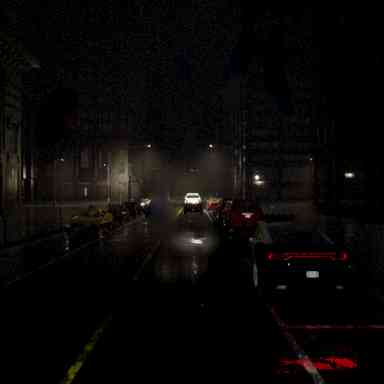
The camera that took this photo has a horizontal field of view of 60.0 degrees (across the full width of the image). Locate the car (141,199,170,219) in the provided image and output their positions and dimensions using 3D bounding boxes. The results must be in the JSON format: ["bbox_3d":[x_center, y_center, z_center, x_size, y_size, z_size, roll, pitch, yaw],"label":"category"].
[{"bbox_3d":[-3.024,1.480,29.725,1.882,1.535,5.008,0,0,0],"label":"car"}]

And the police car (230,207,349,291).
[{"bbox_3d":[2.389,1.423,9.155,1.930,1.638,5.238,0,0,0],"label":"police car"}]

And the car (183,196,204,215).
[{"bbox_3d":[0.142,1.497,34.245,2.128,1.511,4.902,0,0,1],"label":"car"}]

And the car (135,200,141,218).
[{"bbox_3d":[-5.693,1.569,30.353,1.947,1.339,4.313,0,0,0],"label":"car"}]

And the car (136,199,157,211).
[{"bbox_3d":[-5.666,1.560,41.626,2.008,1.369,4.403,0,0,0],"label":"car"}]

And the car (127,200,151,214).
[{"bbox_3d":[-5.680,1.572,35.990,1.947,1.339,4.313,0,0,0],"label":"car"}]

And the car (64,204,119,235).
[{"bbox_3d":[-5.721,1.524,18.910,1.752,1.417,4.829,0,0,0],"label":"car"}]

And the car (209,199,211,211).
[{"bbox_3d":[2.832,1.569,30.335,1.947,1.339,4.313,0,0,0],"label":"car"}]

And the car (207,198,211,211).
[{"bbox_3d":[2.858,1.450,41.608,1.967,1.590,4.097,0,0,0],"label":"car"}]

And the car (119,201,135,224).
[{"bbox_3d":[-5.706,1.582,24.717,1.802,1.307,4.206,0,0,0],"label":"car"}]

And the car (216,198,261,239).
[{"bbox_3d":[2.804,1.314,19.063,2.192,1.841,5.009,0,0,0],"label":"car"}]

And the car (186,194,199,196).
[{"bbox_3d":[0.107,1.233,44.269,2.150,2.045,5.566,0,0,0],"label":"car"}]

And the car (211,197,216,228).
[{"bbox_3d":[2.817,1.316,24.699,2.192,1.841,5.009,0,0,0],"label":"car"}]
